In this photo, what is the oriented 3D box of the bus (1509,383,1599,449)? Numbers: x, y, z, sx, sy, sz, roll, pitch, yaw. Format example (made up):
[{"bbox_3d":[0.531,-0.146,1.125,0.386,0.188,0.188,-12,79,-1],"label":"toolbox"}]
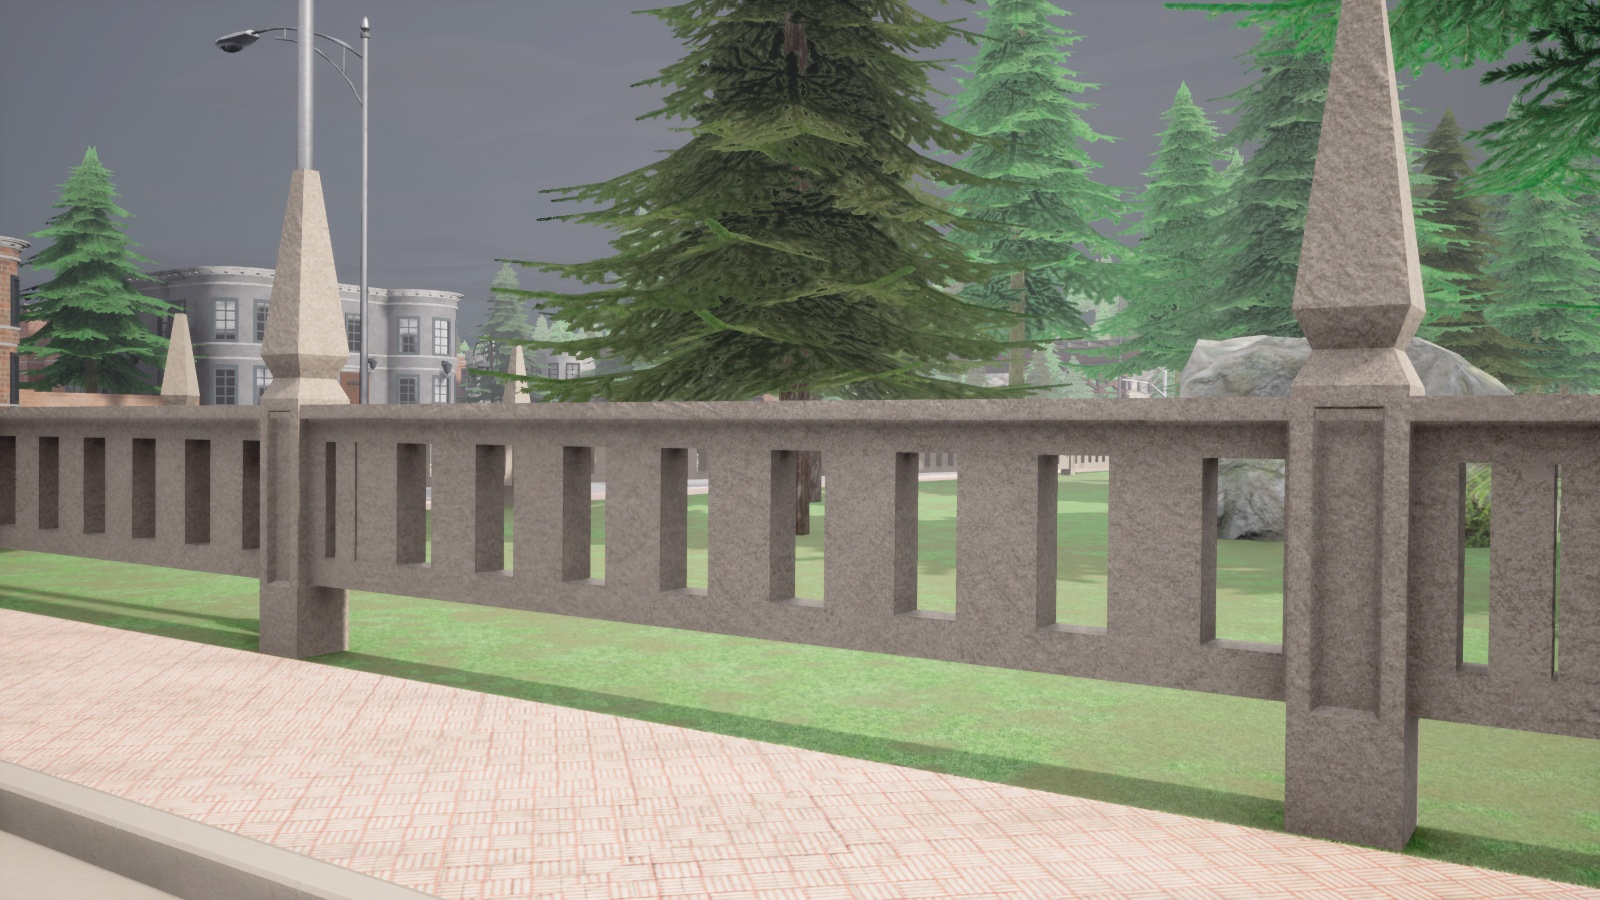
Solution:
[{"bbox_3d":[53.207,-2.267,83.507,10.273,4.253,3.944,0,1,34],"label":"bus"}]
